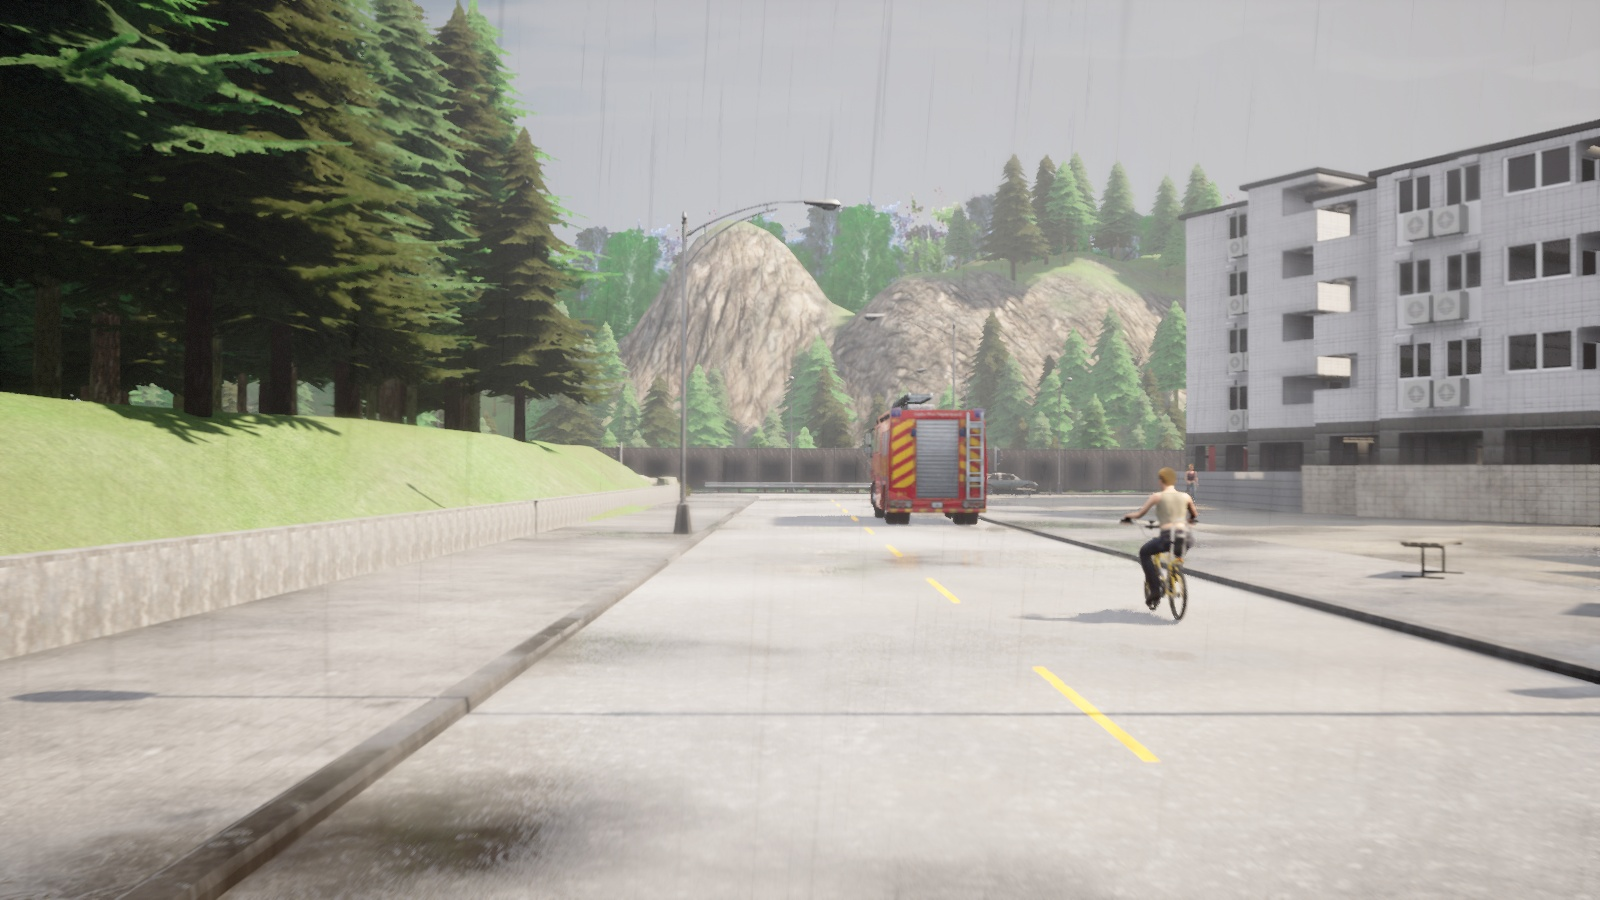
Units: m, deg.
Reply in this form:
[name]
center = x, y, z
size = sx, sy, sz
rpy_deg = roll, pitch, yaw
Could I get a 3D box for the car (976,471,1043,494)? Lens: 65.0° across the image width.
[car]
center = 13.371, 2.070, 80.279
size = 3.806, 1.475, 1.970
rpy_deg = 0, -1, -4

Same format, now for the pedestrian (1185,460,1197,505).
[pedestrian]
center = 15.755, 1.308, 50.587
size = 0.345, 1.836, 0.594
rpy_deg = 0, -1, 9

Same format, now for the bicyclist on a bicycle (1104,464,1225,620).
[bicyclist on a bicycle]
center = 3.973, 0.966, 13.808
size = 0.866, 1.612, 1.509
rpy_deg = 0, -1, 0

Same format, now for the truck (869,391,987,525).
[truck]
center = 3.903, 0.309, 40.281
size = 2.891, 3.827, 8.468
rpy_deg = 0, -1, 0
